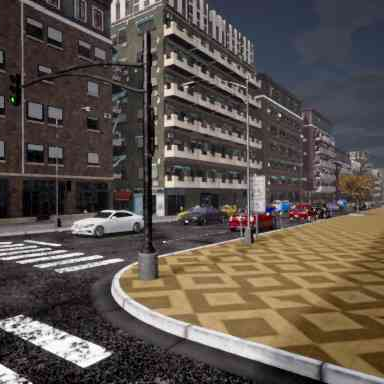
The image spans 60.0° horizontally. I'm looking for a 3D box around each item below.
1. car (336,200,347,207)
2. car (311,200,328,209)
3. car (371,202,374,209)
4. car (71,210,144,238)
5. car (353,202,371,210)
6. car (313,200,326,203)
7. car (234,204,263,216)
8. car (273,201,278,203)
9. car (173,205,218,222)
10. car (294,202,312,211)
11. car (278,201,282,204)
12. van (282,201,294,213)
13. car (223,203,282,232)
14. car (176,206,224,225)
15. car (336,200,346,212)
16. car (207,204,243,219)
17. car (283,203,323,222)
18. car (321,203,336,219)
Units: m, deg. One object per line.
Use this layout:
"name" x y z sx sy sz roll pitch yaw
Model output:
"car" 39.198 2.882 87.141 1.690 1.788 3.998 -2 -2 35
"car" 26.372 2.501 68.665 2.192 1.841 5.009 -2 -2 35
"car" 36.428 2.745 68.542 2.008 1.369 4.403 -2 -2 35
"car" -4.766 1.778 19.475 1.812 1.442 4.674 -1 -1 34
"car" 29.967 2.583 59.273 1.947 1.339 4.313 -2 -2 35
"car" 17.650 2.267 46.058 1.837 1.490 4.892 -1 -1 35
"car" 6.991 2.222 40.851 1.947 1.339 4.313 -2 -2 35
"car" 7.501 2.064 37.068 1.882 1.535 5.008 -1 -1 35
"car" 0.432 2.002 31.444 1.752 1.417 4.829 -2 -2 35
"car" 19.913 2.554 59.390 1.887 1.381 4.507 -2 -2 35
"car" 10.221 2.289 45.486 1.887 1.381 4.507 -2 -2 35
"van" 13.450 2.174 50.126 1.690 1.788 3.998 -2 -2 35
"car" 4.121 1.751 22.201 1.967 1.590 4.097 -2 -2 35
"car" 1.118 1.960 27.928 2.033 1.411 5.357 -1 -1 35
"car" 23.454 2.468 54.398 2.033 1.411 5.357 -1 -1 36
"car" 3.663 2.090 36.077 1.752 1.417 4.829 -2 -2 35
"car" 10.583 2.032 31.467 1.887 1.381 4.507 -2 -2 35
"car" 13.814 2.141 36.101 1.947 1.339 4.313 -2 -2 35
